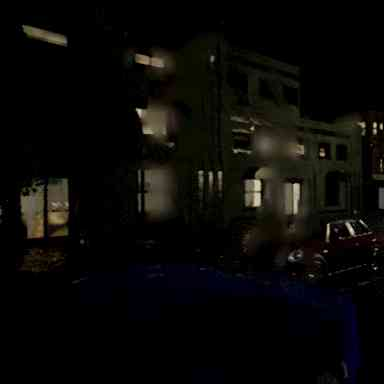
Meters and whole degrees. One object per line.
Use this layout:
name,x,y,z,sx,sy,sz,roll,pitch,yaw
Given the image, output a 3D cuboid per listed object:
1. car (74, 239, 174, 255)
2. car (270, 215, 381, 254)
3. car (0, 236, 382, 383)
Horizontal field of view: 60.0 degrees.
car,-1.286,1.555,5.644,4.313,1.339,1.947,0,0,-35
car,3.214,1.401,8.846,4.097,1.590,1.967,0,0,-35
car,-0.556,1.472,2.859,5.008,1.535,1.882,0,0,-35
